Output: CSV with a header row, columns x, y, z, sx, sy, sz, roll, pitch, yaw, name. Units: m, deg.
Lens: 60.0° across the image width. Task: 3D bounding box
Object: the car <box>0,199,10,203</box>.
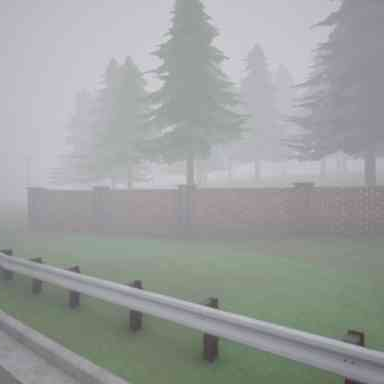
x,y,z,sx,sy,sz,roll,pitch,yaw,name
-46.373,2.314,82.467,1.994,1.385,4.181,0,0,-21,car
